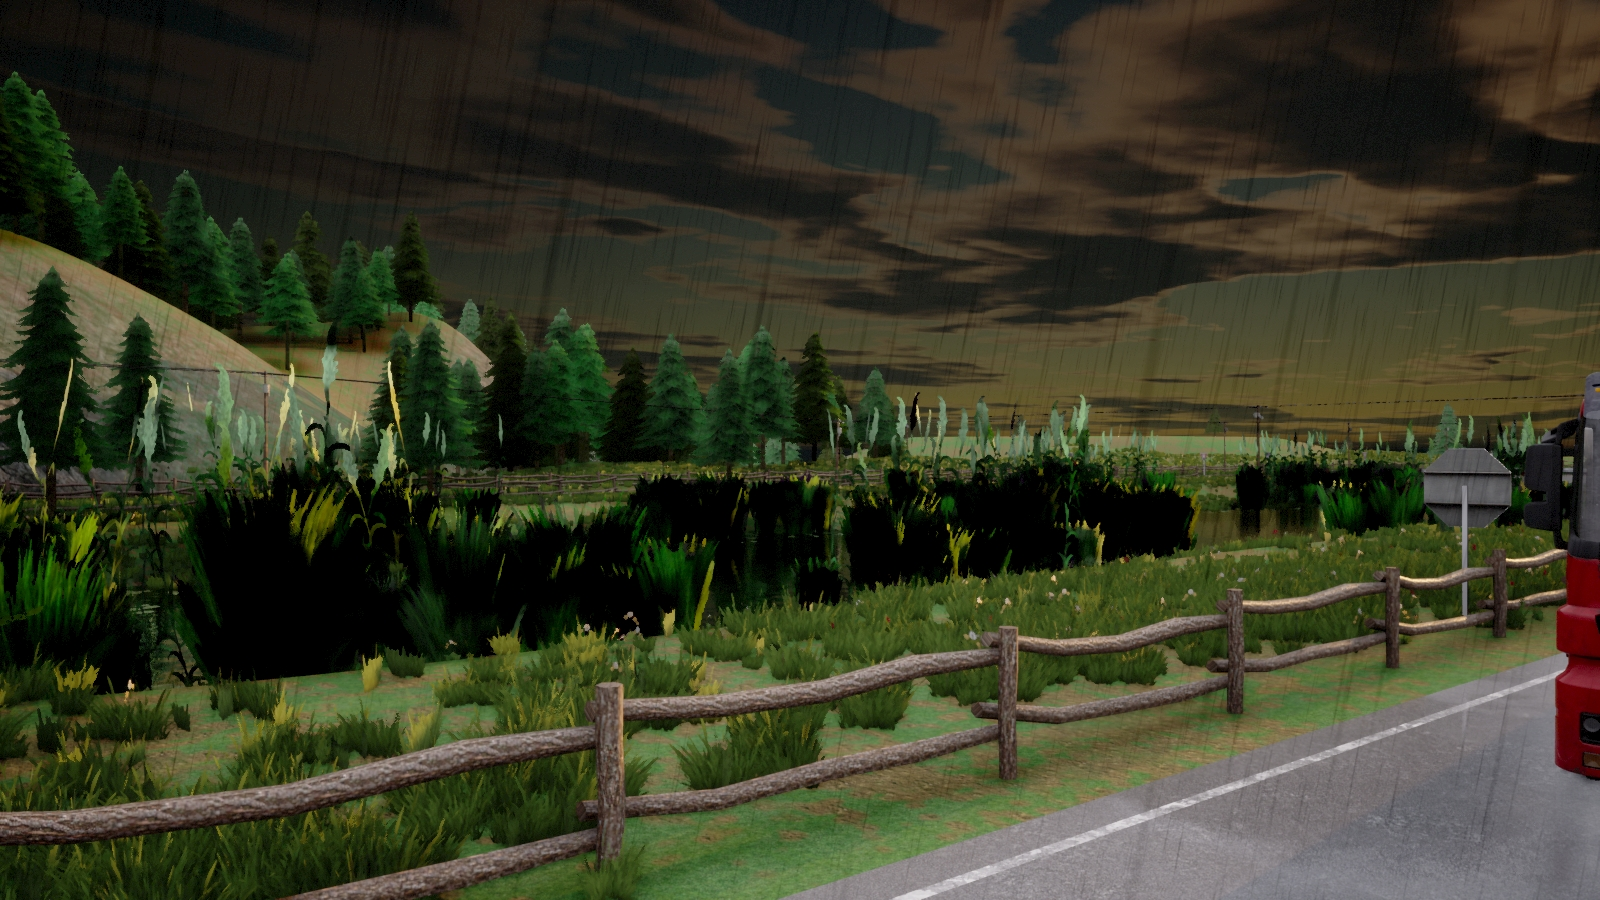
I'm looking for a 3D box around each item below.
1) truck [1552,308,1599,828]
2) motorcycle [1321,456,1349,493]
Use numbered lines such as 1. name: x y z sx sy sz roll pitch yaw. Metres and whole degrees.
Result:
1. truck: 9.469 0.862 10.932 2.891 3.827 8.468 0 0 40
2. motorcycle: 34.880 1.577 74.489 2.033 2.348 0.803 0 0 -39
